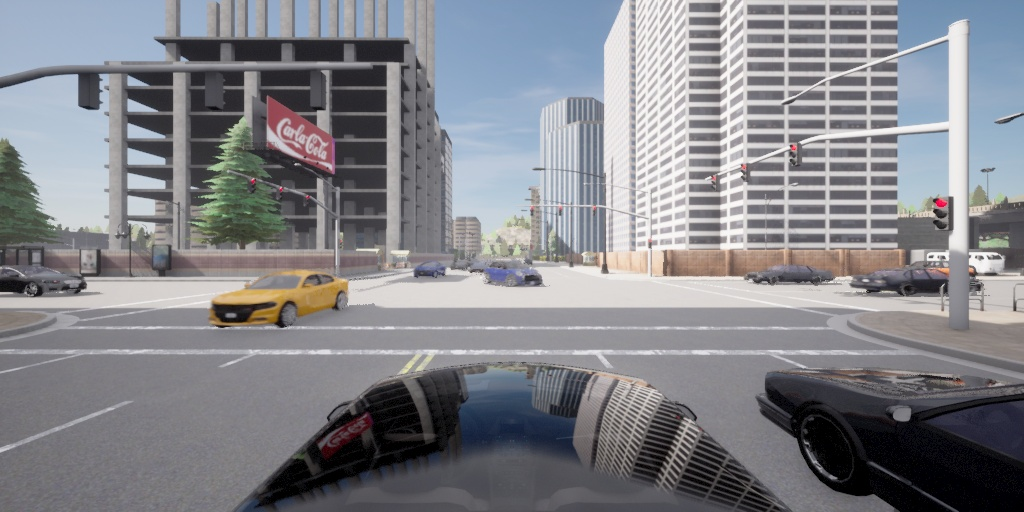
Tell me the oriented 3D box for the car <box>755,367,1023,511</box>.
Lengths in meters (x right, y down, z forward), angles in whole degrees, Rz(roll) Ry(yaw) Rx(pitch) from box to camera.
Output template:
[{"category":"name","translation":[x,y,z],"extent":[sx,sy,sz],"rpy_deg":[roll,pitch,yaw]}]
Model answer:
[{"category":"car","translation":[3.597,1.297,1.449],"extent":[2.033,1.411,5.357],"rpy_deg":[0,0,0]}]

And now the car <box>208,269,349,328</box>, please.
[{"category":"car","translation":[-7.096,1.227,11.550],"extent":[1.882,1.535,5.008],"rpy_deg":[0,0,0]}]

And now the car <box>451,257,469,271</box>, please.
[{"category":"car","translation":[-7.080,1.254,48.109],"extent":[1.837,1.490,4.892],"rpy_deg":[0,0,0]}]

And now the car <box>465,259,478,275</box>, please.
[{"category":"car","translation":[-3.585,1.297,39.895],"extent":[2.033,1.411,5.357],"rpy_deg":[0,0,0]}]

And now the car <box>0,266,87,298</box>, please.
[{"category":"car","translation":[-24.548,1.241,18.079],"extent":[4.902,1.511,2.128],"rpy_deg":[0,0,0]}]

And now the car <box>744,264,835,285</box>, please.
[{"category":"car","translation":[19.646,1.297,25.495],"extent":[5.357,1.411,2.033],"rpy_deg":[0,0,0]}]

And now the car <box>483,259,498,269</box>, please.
[{"category":"car","translation":[-3.559,1.241,59.246],"extent":[2.128,1.511,4.902],"rpy_deg":[0,0,0]}]

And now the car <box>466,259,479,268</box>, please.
[{"category":"car","translation":[-7.033,1.254,64.384],"extent":[1.837,1.490,4.892],"rpy_deg":[0,0,0]}]

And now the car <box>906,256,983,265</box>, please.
[{"category":"car","translation":[29.655,1.102,25.517],"extent":[4.553,1.767,2.097],"rpy_deg":[0,0,1]}]

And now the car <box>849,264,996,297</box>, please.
[{"category":"car","translation":[20.497,1.297,18.267],"extent":[5.357,1.411,2.033],"rpy_deg":[0,0,-1]}]

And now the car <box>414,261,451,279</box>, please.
[{"category":"car","translation":[-7.452,1.227,33.006],"extent":[1.882,1.535,5.008],"rpy_deg":[0,0,5]}]

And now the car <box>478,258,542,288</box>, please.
[{"category":"car","translation":[-0.027,1.102,24.035],"extent":[2.097,1.767,4.553],"rpy_deg":[0,0,-36]}]
